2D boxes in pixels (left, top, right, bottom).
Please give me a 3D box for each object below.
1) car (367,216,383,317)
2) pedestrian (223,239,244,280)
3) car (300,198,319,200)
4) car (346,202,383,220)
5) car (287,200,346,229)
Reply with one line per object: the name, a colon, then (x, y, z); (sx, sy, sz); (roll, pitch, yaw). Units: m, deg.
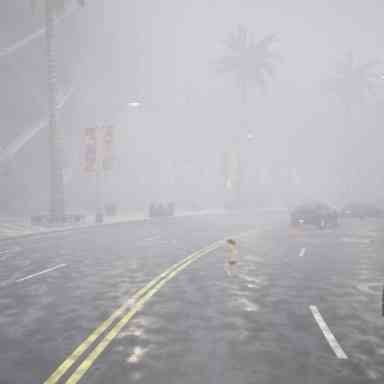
car: (3.994, 1.351, 3.546); (2.097, 1.767, 4.553); (0, 0, 5)
pedestrian: (1.041, 1.674, 8.425); (0.500, 1.100, 0.500); (0, 0, 13)
car: (11.989, 1.330, 34.625); (4.674, 1.442, 1.812); (0, 0, -32)
car: (14.441, 1.564, 28.208); (4.181, 1.385, 1.994); (0, 0, -32)
car: (8.210, 1.505, 21.891); (1.837, 1.490, 4.892); (0, 0, 42)
